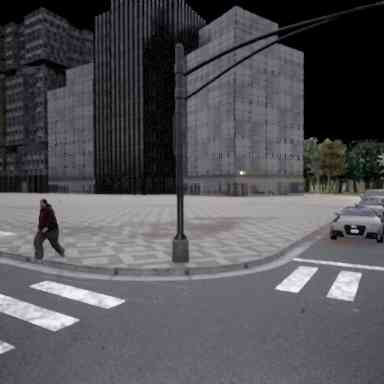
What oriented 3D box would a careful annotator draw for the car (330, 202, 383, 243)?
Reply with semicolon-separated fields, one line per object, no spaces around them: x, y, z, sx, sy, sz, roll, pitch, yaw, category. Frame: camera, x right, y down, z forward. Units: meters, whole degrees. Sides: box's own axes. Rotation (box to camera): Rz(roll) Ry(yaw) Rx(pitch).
7.505;1.358;15.018;1.994;1.385;4.181;0;1;30;car

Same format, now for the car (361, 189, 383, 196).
18.025;0.770;32.749;2.150;2.045;5.566;0;1;31;car

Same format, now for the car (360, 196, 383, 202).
12.553;1.241;23.552;1.994;1.385;4.181;0;1;31;car

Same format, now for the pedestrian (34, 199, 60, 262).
-4.039;0.991;9.248;0.375;1.860;0.375;0;1;32;pedestrian
